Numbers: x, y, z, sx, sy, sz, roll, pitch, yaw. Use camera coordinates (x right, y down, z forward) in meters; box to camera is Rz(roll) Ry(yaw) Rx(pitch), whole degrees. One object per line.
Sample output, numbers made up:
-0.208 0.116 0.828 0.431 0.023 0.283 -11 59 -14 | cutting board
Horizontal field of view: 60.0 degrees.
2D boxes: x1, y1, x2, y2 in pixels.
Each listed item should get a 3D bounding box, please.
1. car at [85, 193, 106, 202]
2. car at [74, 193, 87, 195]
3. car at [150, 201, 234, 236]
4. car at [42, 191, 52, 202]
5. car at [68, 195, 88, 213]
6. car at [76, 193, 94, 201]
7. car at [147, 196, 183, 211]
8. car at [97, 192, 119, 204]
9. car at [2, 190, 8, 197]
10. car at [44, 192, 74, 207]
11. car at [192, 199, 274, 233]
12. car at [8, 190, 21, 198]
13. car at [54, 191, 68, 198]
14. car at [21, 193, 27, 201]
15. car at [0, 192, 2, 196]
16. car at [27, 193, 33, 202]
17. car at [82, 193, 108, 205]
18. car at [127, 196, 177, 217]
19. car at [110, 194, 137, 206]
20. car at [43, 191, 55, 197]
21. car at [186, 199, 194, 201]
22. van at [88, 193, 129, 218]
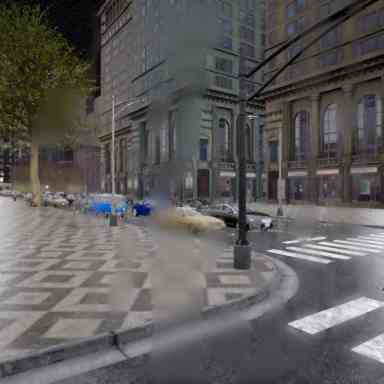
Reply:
-16.001 0.911 54.991 2.008 1.369 4.403 1 0 -35 | car
-14.843 1.014 43.251 1.837 1.490 4.892 0 1 -35 | car
-0.176 1.398 17.802 1.752 1.417 4.829 1 0 -35 | car
-19.720 0.992 45.480 2.008 1.369 4.403 1 0 -35 | car
-9.997 1.231 31.711 2.008 1.369 4.403 1 0 -35 | car
-19.242 0.861 59.579 1.802 1.307 4.206 1 0 -35 | car
-3.037 1.224 36.636 1.887 1.381 4.507 1 0 -35 | car
-12.759 0.881 50.403 1.967 1.590 4.097 1 0 -35 | car
-42.404 0.331 77.597 1.967 1.590 4.097 1 0 -35 | car
-16.382 1.051 40.753 1.752 1.417 4.829 1 0 -35 | car
2.385 1.371 18.789 2.128 1.511 4.902 0 1 -36 | car
-35.922 0.484 68.420 1.967 1.590 4.097 1 0 -35 | car
-28.963 0.588 73.342 1.887 1.381 4.507 1 0 -35 | car
-26.202 0.831 54.656 2.008 1.369 4.403 1 0 -35 | car
-45.645 0.255 82.186 1.967 1.590 4.097 1 0 -35 | car
-22.961 0.911 50.068 2.008 1.369 4.403 1 0 -35 | car
-13.902 0.959 47.384 2.128 1.511 4.902 0 1 -35 | car
-3.057 1.258 26.485 1.882 1.535 5.008 0 1 -35 | car
-9.520 1.074 45.815 2.008 1.369 4.403 1 0 -35 | car
-35.445 0.472 82.518 1.802 1.307 4.206 1 0 -35 | car
0.202 1.315 32.048 1.947 1.339 4.313 1 0 -35 | car
-6.755 1.091 27.122 1.690 1.788 3.998 1 0 -35 | van
